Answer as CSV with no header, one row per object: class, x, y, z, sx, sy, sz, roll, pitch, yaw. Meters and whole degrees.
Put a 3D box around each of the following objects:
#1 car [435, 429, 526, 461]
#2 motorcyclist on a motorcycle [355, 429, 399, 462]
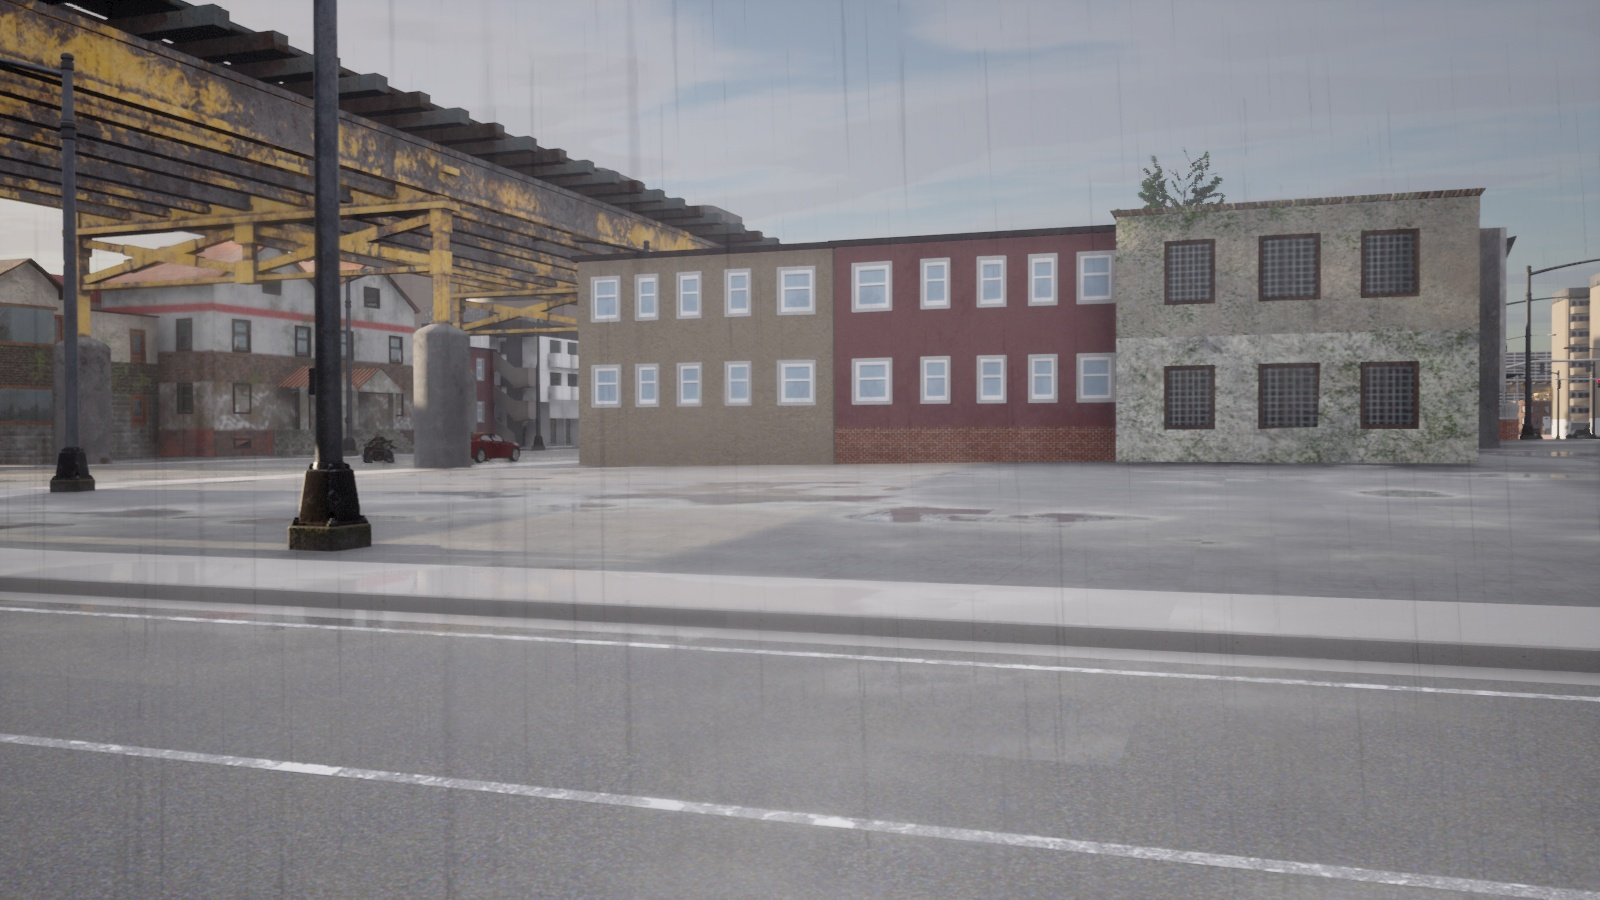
car,-15.844,-0.289,62.521,1.882,1.535,5.008,1,1,20
motorcyclist on a motorcycle,-20.332,-0.218,60.404,0.866,1.530,2.191,1,1,20
